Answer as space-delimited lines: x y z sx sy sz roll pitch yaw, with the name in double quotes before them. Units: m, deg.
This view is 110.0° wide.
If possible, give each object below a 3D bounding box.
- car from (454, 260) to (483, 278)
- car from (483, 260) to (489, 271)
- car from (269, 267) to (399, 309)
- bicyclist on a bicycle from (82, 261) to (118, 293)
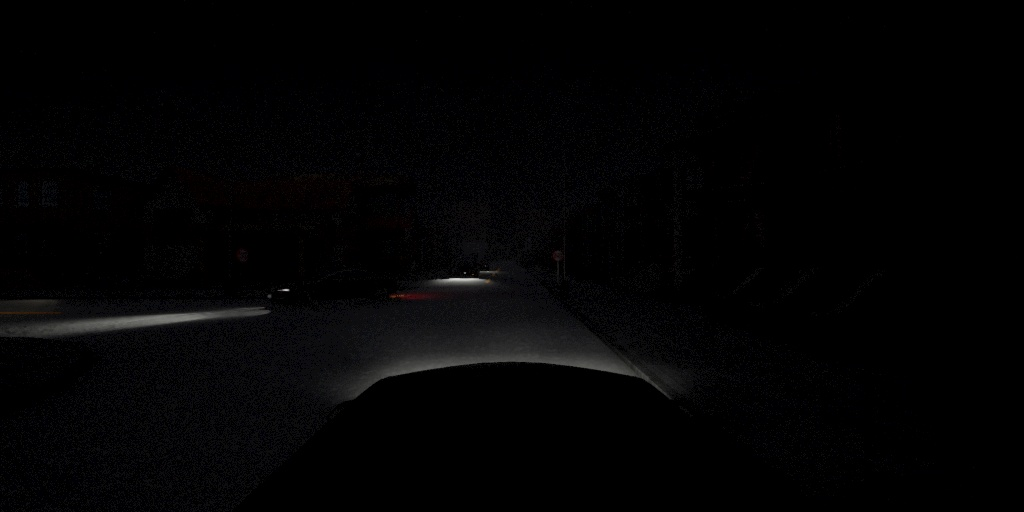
"car" -4.150 1.314 33.575 1.994 1.385 4.181 0 0 0
"car" -4.153 1.227 48.944 1.882 1.535 5.008 0 0 0
"car" -7.290 1.242 15.145 4.902 1.511 2.128 0 1 -42
"bicyclist on a bicycle" -21.605 1.099 18.841 0.582 1.620 1.656 0 0 0
